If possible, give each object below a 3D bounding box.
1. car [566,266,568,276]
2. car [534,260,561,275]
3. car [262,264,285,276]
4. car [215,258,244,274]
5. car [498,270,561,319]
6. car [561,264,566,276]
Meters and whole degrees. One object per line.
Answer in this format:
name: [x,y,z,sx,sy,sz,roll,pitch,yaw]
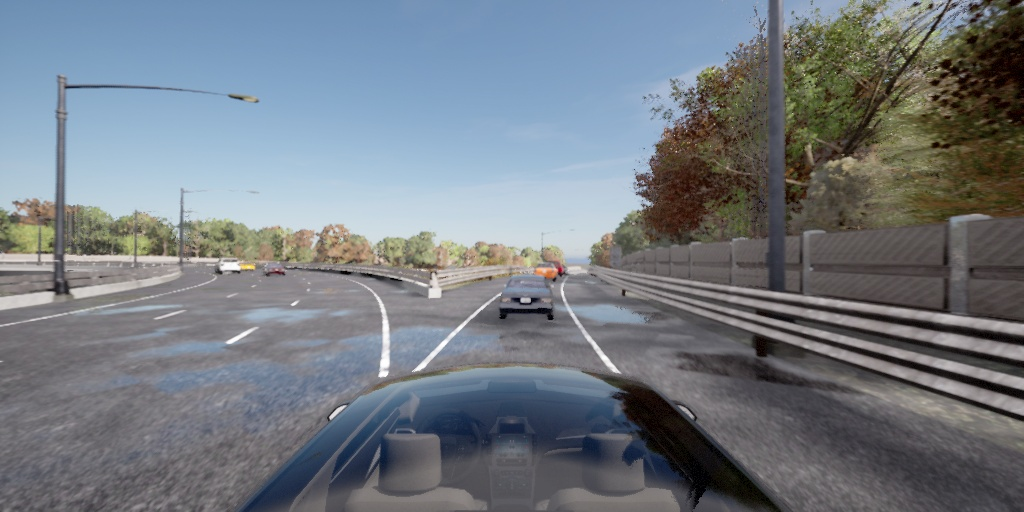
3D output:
car: [7.831,2.583,58.997,1.895,1.301,4.718,0,-3,11]
car: [3.253,1.417,34.166,2.097,1.767,4.553,0,-1,10]
car: [-28.238,1.604,42.510,2.033,1.411,5.357,1,-1,-40]
car: [-37.743,1.301,47.550,5.566,2.045,2.150,0,-1,44]
car: [0.597,1.406,13.319,2.033,1.411,5.357,0,-1,4]
car: [5.509,1.612,46.898,2.150,2.045,5.566,0,-2,10]
